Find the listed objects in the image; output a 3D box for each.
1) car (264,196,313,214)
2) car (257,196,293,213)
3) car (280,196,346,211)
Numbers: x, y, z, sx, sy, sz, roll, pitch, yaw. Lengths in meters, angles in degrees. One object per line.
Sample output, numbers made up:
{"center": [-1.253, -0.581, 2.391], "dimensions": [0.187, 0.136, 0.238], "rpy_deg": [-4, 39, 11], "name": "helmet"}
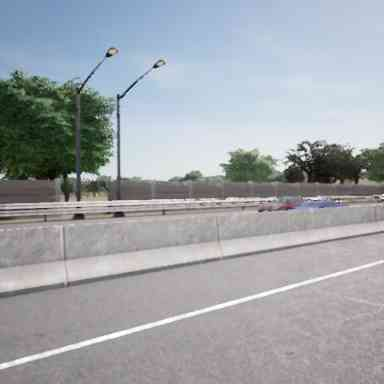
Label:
{"center": [9.365, 1.234, 32.198], "dimensions": [5.008, 1.535, 1.882], "rpy_deg": [0, 0, -36], "name": "car"}
{"center": [7.249, 1.146, 26.383], "dimensions": [4.553, 1.767, 2.097], "rpy_deg": [-1, 0, -36], "name": "car"}
{"center": [8.731, 1.277, 23.142], "dimensions": [5.008, 1.535, 1.882], "rpy_deg": [-1, 0, -36], "name": "car"}
